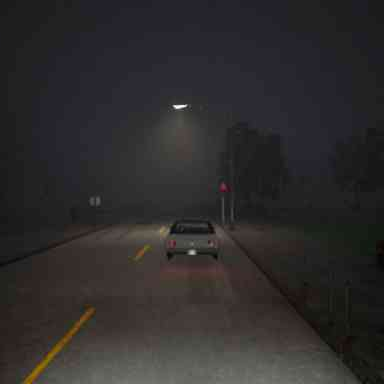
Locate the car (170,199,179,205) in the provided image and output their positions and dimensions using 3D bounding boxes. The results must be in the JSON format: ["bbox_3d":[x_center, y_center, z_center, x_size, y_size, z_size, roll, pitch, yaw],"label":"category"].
[{"bbox_3d":[-3.968,2.354,76.545,2.033,1.411,5.357,0,-1,0],"label":"car"}]

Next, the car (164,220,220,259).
[{"bbox_3d":[0.022,1.743,13.240,1.895,1.301,4.718,0,-1,0],"label":"car"}]

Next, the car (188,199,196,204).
[{"bbox_3d":[0.033,2.247,78.743,1.895,1.301,4.718,0,-1,0],"label":"car"}]
